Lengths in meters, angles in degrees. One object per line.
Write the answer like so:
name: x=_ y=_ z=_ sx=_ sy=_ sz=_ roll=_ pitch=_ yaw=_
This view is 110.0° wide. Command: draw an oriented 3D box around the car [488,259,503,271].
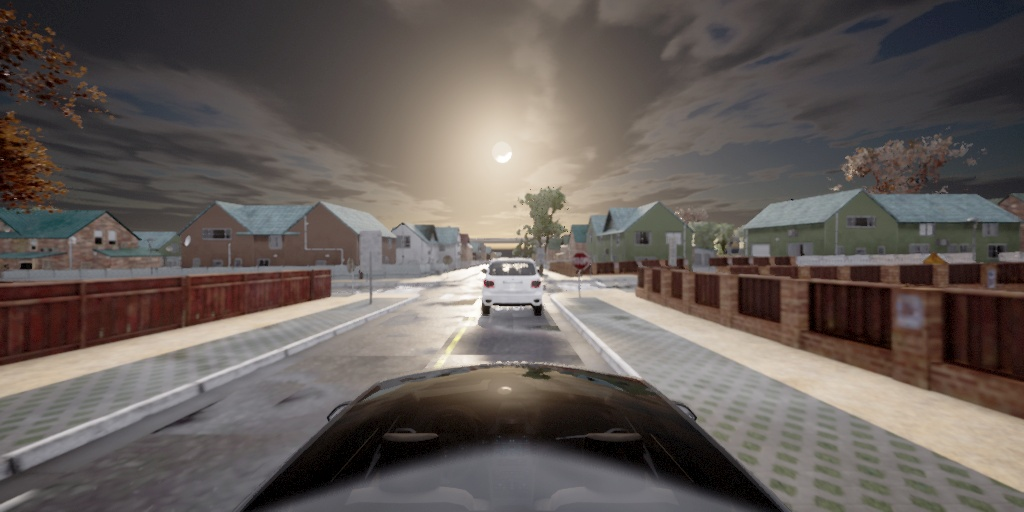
car: x=-2.789 y=1.528 z=61.343 sx=2.150 sy=2.045 sz=5.566 roll=0 pitch=-1 yaw=1

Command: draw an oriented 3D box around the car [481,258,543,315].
car: x=-0.050 y=1.095 z=14.422 sx=2.150 sy=2.045 sz=5.566 roll=0 pitch=0 yaw=-2

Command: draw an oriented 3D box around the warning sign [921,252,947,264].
warning sign: x=25.188 y=0.698 z=21.376 sx=1.060 sy=1.860 sz=1.300 roll=0 pitch=0 yaw=0
